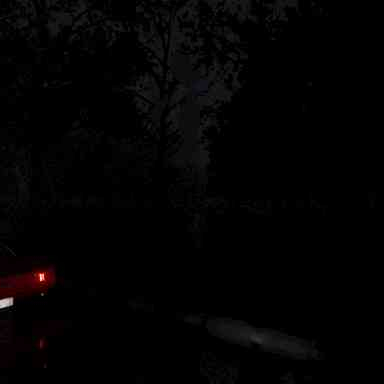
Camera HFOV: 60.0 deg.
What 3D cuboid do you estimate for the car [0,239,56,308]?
[{"bbox_3d":[-4.993,1.611,6.964,4.718,1.301,1.895,0,0,36],"label":"car"}]

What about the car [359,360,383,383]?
[{"bbox_3d":[3.162,1.504,1.122,4.892,1.490,1.837,0,0,35],"label":"car"}]
